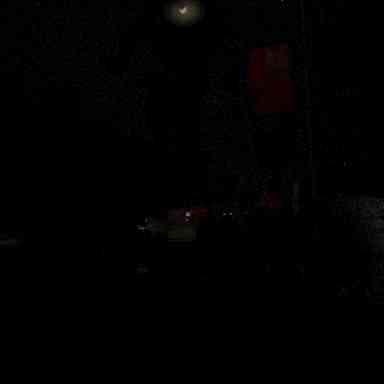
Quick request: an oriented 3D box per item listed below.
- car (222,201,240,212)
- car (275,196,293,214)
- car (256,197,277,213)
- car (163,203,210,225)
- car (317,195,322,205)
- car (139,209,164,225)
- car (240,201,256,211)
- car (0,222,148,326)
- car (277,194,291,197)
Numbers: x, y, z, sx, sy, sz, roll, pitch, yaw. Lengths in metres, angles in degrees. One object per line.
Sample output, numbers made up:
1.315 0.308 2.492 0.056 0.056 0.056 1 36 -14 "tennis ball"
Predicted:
5.912 2.114 48.706 2.128 1.511 4.902 -4 -1 26 "car"
11.118 1.571 36.973 2.128 1.511 4.902 -4 -2 26 "car"
9.955 1.779 42.077 1.812 1.442 4.674 -4 -1 27 "car"
-0.173 1.854 29.130 2.097 1.767 4.553 -4 -2 26 "car"
21.519 1.290 58.254 2.097 1.767 4.553 -4 -1 26 "car"
-3.079 2.253 30.546 1.994 1.385 4.181 -4 -2 26 "car"
8.829 2.002 47.276 1.994 1.385 4.181 -4 -1 26 "car"
-3.362 1.671 7.385 2.033 1.411 5.357 -4 -2 26 "car"
14.301 1.421 51.125 2.150 2.045 5.566 -4 -1 26 "car"
